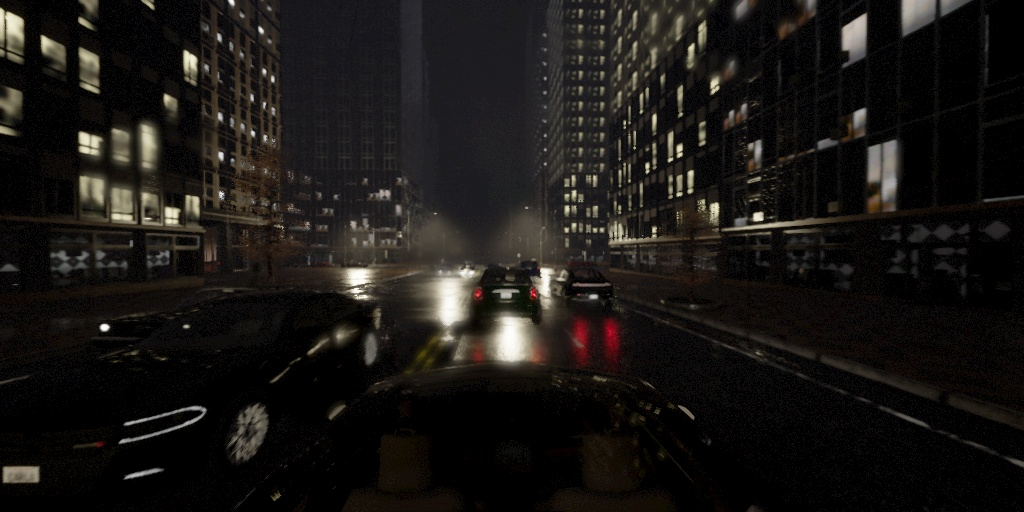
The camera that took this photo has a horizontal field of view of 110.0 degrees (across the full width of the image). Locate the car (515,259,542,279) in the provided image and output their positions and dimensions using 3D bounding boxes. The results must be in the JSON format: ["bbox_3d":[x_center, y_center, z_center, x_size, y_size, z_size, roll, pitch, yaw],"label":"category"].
[{"bbox_3d":[1.517,1.182,34.831,2.097,1.767,4.553,0,0,-4],"label":"car"}]

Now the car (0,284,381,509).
[{"bbox_3d":[-3.437,1.244,4.973,1.882,1.535,5.008,0,0,-1],"label":"car"}]

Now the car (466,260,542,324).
[{"bbox_3d":[-0.247,1.132,12.227,2.097,1.767,4.553,0,0,-2],"label":"car"}]

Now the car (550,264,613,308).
[{"bbox_3d":[2.838,1.271,15.449,2.128,1.511,4.902,0,0,-3],"label":"car"}]

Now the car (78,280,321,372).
[{"bbox_3d":[-6.776,1.387,8.697,1.895,1.301,4.718,0,0,-2],"label":"car"}]

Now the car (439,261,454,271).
[{"bbox_3d":[-9.689,1.492,53.349,1.994,1.385,4.181,0,0,-4],"label":"car"}]

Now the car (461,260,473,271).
[{"bbox_3d":[-6.417,1.382,53.076,2.128,1.511,4.902,0,0,-4],"label":"car"}]

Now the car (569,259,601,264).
[{"bbox_3d":[12.390,1.386,62.731,5.009,1.841,2.192,0,0,-3],"label":"car"}]

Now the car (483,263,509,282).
[{"bbox_3d":[-1.461,1.378,30.956,2.033,1.411,5.357,0,0,-4],"label":"car"}]
